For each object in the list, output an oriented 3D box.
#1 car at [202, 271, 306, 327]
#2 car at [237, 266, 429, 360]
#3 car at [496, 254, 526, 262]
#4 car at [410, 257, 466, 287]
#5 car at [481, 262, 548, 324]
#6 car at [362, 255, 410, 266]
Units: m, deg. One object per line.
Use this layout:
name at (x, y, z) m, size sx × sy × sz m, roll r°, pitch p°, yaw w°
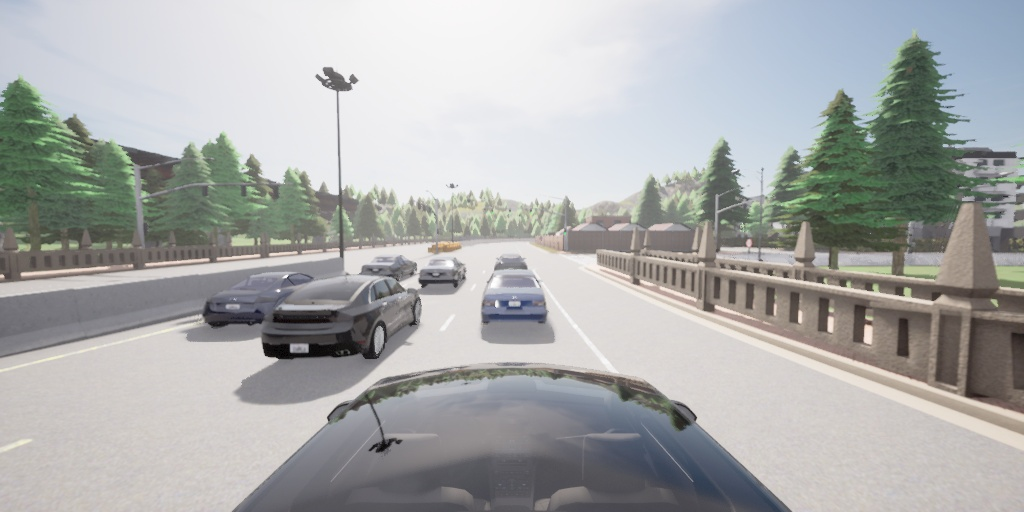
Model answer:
car at (-6.972, 1.154, 10.938) m, size 1.994 × 1.385 × 4.181 m, roll 0°, pitch 2°, yaw -1°
car at (-3.447, 1.179, 8.187) m, size 1.837 × 1.490 × 4.892 m, roll 0°, pitch 1°, yaw 0°
car at (-0.073, 0.543, 22.726) m, size 1.994 × 1.385 × 4.181 m, roll 0°, pitch 3°, yaw 0°
car at (-3.536, 0.737, 18.859) m, size 2.033 × 1.411 × 5.357 m, roll 0°, pitch 3°, yaw -2°
car at (0.032, 1.122, 11.349) m, size 2.033 × 1.411 × 5.357 m, roll 0°, pitch 2°, yaw -1°
car at (-7.058, 0.620, 20.969) m, size 2.033 × 1.411 × 5.357 m, roll 0°, pitch 3°, yaw -1°
